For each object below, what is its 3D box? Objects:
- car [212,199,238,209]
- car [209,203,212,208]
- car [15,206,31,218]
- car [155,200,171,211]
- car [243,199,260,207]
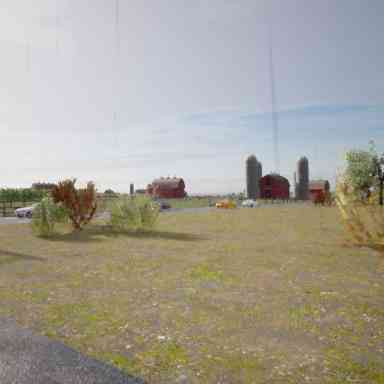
[{"bbox_3d":[5.988,2.018,56.634,1.882,1.535,5.008,-1,-1,36],"label":"car"},{"bbox_3d":[5.172,2.193,61.551,2.033,1.411,5.357,-1,-1,36],"label":"car"},{"bbox_3d":[-15.208,1.785,33.287,1.812,1.442,4.674,-1,-1,36],"label":"car"},{"bbox_3d":[-5.100,1.940,47.381,2.128,1.511,4.902,-1,-1,36],"label":"car"},{"bbox_3d":[11.415,2.170,64.255,1.812,1.442,4.674,-1,-1,36],"label":"car"}]
